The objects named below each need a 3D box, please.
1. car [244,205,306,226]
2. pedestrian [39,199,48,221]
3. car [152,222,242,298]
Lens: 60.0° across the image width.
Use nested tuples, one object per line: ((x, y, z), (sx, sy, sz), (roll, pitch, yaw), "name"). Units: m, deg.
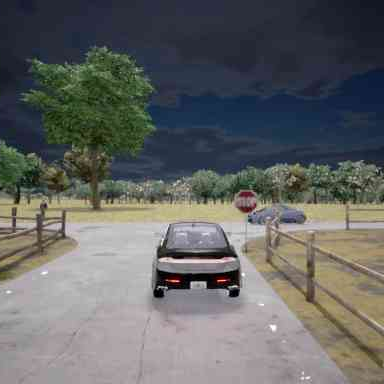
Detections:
((5.746, 1.586, 23.144), (4.181, 1.385, 1.994), (0, -2, -13), "car")
((-12.116, 1.439, 27.076), (0.375, 1.860, 0.375), (0, -1, 0), "pedestrian")
((0.049, 1.505, 8.545), (2.128, 1.511, 4.902), (0, 0, -2), "car")
